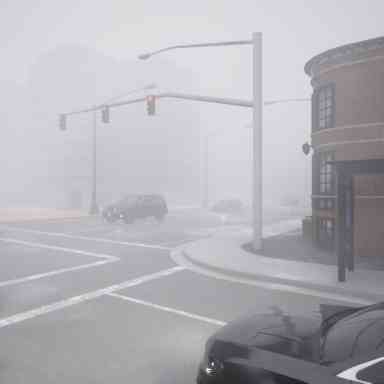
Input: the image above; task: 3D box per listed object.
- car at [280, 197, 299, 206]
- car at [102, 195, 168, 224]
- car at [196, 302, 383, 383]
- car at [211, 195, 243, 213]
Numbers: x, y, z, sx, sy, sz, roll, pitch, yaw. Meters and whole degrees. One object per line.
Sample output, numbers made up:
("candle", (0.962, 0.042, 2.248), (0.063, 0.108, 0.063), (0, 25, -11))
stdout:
("car", (15.719, 1.497, 53.285), (2.128, 1.511, 4.902), (0, 0, 35))
("car", (-4.157, 1.222, 25.373), (2.150, 2.045, 5.566), (0, 0, 35))
("car", (2.294, 1.505, 2.329), (4.892, 1.490, 1.837), (0, 0, 35))
("car", (3.918, 1.500, 36.777), (1.837, 1.490, 4.892), (0, 1, 35))
